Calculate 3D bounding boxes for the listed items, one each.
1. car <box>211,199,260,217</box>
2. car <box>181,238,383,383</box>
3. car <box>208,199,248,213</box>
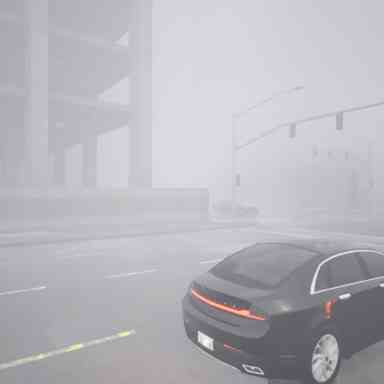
[{"bbox_3d":[4.172,1.601,31.720,1.895,1.301,4.718,0,0,-36],"label":"car"},{"bbox_3d":[2.143,1.505,5.317,4.892,1.490,1.837,0,0,-35],"label":"car"},{"bbox_3d":[4.037,1.526,37.874,1.812,1.442,4.674,0,0,-36],"label":"car"}]
